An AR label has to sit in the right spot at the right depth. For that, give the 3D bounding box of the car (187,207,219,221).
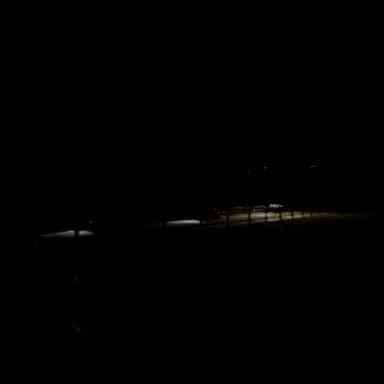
[{"bbox_3d":[1.241,2.397,36.823,1.994,1.385,4.181,-1,-2,36],"label":"car"}]

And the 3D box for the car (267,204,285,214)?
[{"bbox_3d":[13.443,2.740,53.753,2.128,1.511,4.902,-1,-2,36],"label":"car"}]

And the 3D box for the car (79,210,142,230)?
[{"bbox_3d":[-6.329,2.129,26.224,2.033,1.411,5.357,-1,-2,36],"label":"car"}]
